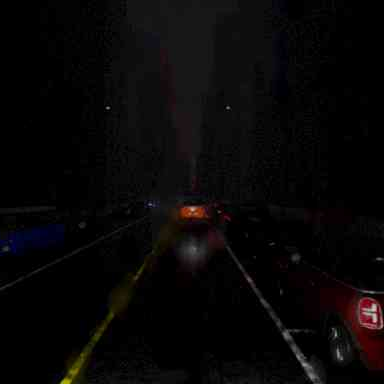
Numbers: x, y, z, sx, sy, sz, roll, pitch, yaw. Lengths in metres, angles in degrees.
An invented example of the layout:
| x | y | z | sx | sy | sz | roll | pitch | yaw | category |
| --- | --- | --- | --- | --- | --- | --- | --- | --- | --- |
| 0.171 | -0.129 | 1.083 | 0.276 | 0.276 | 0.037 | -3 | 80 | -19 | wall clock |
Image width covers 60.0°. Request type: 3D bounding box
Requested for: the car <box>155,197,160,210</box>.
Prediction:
| x | y | z | sx | sy | sz | roll | pitch | yaw | category |
| --- | --- | --- | --- | --- | --- | --- | --- | --- | --- |
| -5.766 | 1.767 | 44.998 | 1.752 | 1.417 | 4.829 | 0 | 0 | 0 | car |

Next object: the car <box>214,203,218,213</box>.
| x | y | z | sx | sy | sz | roll | pitch | yaw | category |
| --- | --- | --- | --- | --- | --- | --- | --- | --- | --- |
| 2.760 | 1.666 | 22.631 | 1.887 | 1.381 | 4.507 | 0 | 0 | 0 | car |

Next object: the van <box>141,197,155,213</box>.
| x | y | z | sx | sy | sz | roll | pitch | yaw | category |
| --- | --- | --- | --- | --- | --- | --- | --- | --- | --- |
| -5.767 | 1.552 | 39.532 | 1.690 | 1.788 | 3.998 | 0 | 0 | 0 | van |

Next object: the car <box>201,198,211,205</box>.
| x | y | z | sx | sy | sz | roll | pitch | yaw | category |
| --- | --- | --- | --- | --- | --- | --- | --- | --- | --- |
| 2.758 | 1.953 | 67.720 | 1.802 | 1.307 | 4.206 | 0 | 0 | 0 | car |

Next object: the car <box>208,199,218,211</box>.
| x | y | z | sx | sy | sz | roll | pitch | yaw | category |
| --- | --- | --- | --- | --- | --- | --- | --- | --- | --- |
| 2.759 | 1.651 | 39.539 | 1.967 | 1.590 | 4.097 | 0 | 0 | 0 | car |

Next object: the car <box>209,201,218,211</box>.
| x | y | z | sx | sy | sz | roll | pitch | yaw | category |
| --- | --- | --- | --- | --- | --- | --- | --- | --- | --- |
| 2.760 | 1.717 | 28.267 | 1.947 | 1.339 | 4.313 | 0 | 0 | 0 | car |

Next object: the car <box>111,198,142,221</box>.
| x | y | z | sx | sy | sz | roll | pitch | yaw | category |
| --- | --- | --- | --- | --- | --- | --- | --- | --- | --- |
| -5.766 | 1.591 | 28.259 | 1.967 | 1.590 | 4.097 | 0 | 0 | 0 | car |

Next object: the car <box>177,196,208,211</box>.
| x | y | z | sx | sy | sz | roll | pitch | yaw | category |
| --- | --- | --- | --- | --- | --- | --- | --- | --- | --- |
| 0.070 | 1.509 | 29.569 | 2.097 | 1.767 | 4.553 | 0 | 0 | 0 | car |

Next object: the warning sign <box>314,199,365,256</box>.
| x | y | z | sx | sy | sz | roll | pitch | yaw | category |
| --- | --- | --- | --- | --- | --- | --- | --- | --- | --- |
| 5.071 | 1.177 | 11.518 | 1.300 | 1.860 | 1.060 | 0 | 0 | 0 | warning sign |

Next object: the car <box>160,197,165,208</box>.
| x | y | z | sx | sy | sz | roll | pitch | yaw | category |
| --- | --- | --- | --- | --- | --- | --- | --- | --- | --- |
| -5.766 | 1.825 | 50.804 | 2.008 | 1.369 | 4.403 | 0 | 0 | 0 | car |

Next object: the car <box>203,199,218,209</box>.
| x | y | z | sx | sy | sz | roll | pitch | yaw | category |
| --- | --- | --- | --- | --- | --- | --- | --- | --- | --- |
| 2.759 | 1.839 | 50.811 | 1.947 | 1.339 | 4.313 | 0 | 0 | 0 | car |

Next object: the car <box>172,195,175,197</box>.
| x | y | z | sx | sy | sz | roll | pitch | yaw | category |
| --- | --- | --- | --- | --- | --- | --- | --- | --- | --- |
| -5.768 | 2.002 | 78.987 | 1.947 | 1.339 | 4.313 | 0 | 0 | 0 | car |

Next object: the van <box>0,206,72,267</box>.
| x | y | z | sx | sy | sz | roll | pitch | yaw | category |
| --- | --- | --- | --- | --- | --- | --- | --- | --- | --- |
| -5.765 | 1.402 | 11.349 | 1.690 | 1.788 | 3.998 | 0 | 0 | 0 | van |

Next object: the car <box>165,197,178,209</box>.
| x | y | z | sx | sy | sz | roll | pitch | yaw | category |
| --- | --- | --- | --- | --- | --- | --- | --- | --- | --- |
| -3.083 | 1.879 | 51.640 | 1.895 | 1.301 | 4.718 | 0 | 0 | 0 | car |

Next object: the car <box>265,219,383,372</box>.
| x | y | z | sx | sy | sz | roll | pitch | yaw | category |
| --- | --- | --- | --- | --- | --- | --- | --- | --- | --- |
| 2.760 | 1.471 | 5.722 | 1.967 | 1.590 | 4.097 | 0 | 0 | 0 | car |

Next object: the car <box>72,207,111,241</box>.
| x | y | z | sx | sy | sz | roll | pitch | yaw | category |
| --- | --- | --- | --- | --- | --- | --- | --- | --- | --- |
| -5.765 | 1.531 | 16.985 | 1.967 | 1.590 | 4.097 | 0 | 0 | 0 | car |

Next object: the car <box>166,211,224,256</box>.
| x | y | z | sx | sy | sz | roll | pitch | yaw | category |
| --- | --- | --- | --- | --- | --- | --- | --- | --- | --- |
| 0.063 | 1.673 | 13.443 | 1.895 | 1.301 | 4.718 | 0 | 0 | 0 | car |

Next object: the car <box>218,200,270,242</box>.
| x | y | z | sx | sy | sz | roll | pitch | yaw | category |
| --- | --- | --- | --- | --- | --- | --- | --- | --- | --- |
| 2.759 | 1.406 | 16.996 | 2.192 | 1.841 | 5.009 | 0 | 0 | 0 | car |

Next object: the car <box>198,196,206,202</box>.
| x | y | z | sx | sy | sz | roll | pitch | yaw | category |
| --- | --- | --- | --- | --- | --- | --- | --- | --- | --- |
| 2.756 | 1.944 | 90.266 | 1.967 | 1.590 | 4.097 | 0 | 0 | 0 | car |

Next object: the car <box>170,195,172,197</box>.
| x | y | z | sx | sy | sz | roll | pitch | yaw | category |
| --- | --- | --- | --- | --- | --- | --- | --- | --- | --- |
| -5.768 | 1.686 | 67.715 | 2.192 | 1.841 | 5.009 | 0 | 0 | 0 | car |

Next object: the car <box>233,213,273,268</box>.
| x | y | z | sx | sy | sz | roll | pitch | yaw | category |
| --- | --- | --- | --- | --- | --- | --- | --- | --- | --- |
| 2.761 | 1.627 | 11.358 | 1.947 | 1.339 | 4.313 | 0 | 0 | 0 | car |

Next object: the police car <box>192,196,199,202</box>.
| x | y | z | sx | sy | sz | roll | pitch | yaw | category |
| --- | --- | --- | --- | --- | --- | --- | --- | --- | --- |
| 0.897 | 1.938 | 91.629 | 1.930 | 1.638 | 5.238 | 0 | 0 | 0 | police car |
